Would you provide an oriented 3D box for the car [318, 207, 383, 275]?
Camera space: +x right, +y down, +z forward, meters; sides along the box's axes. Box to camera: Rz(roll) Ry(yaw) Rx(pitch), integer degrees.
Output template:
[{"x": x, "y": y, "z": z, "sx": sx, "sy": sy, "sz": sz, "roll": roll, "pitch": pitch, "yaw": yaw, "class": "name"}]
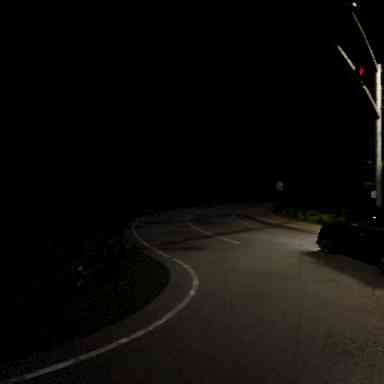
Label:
[{"x": 5.574, "y": 1.194, "z": 9.724, "sx": 2.097, "sy": 1.767, "sz": 4.553, "roll": -1, "pitch": 1, "yaw": -6, "class": "car"}]
